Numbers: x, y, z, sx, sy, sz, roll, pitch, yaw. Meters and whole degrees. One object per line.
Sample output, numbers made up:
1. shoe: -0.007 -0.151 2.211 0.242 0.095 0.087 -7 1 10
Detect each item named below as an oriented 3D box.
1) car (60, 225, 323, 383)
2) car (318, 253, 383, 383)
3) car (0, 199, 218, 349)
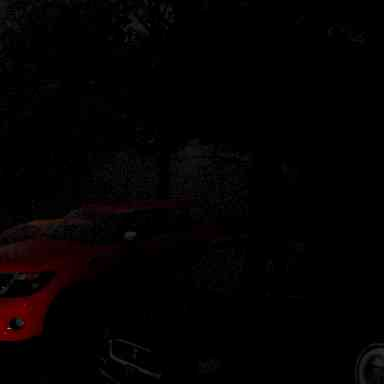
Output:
1. car: 0.838 1.471 5.170 2.231 1.521 4.892 0 0 36
2. car: 3.121 1.357 3.573 2.185 1.767 4.553 0 0 35
3. car: -1.447 1.204 6.758 2.435 2.045 5.566 0 0 35
